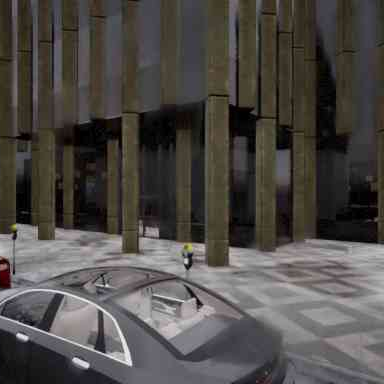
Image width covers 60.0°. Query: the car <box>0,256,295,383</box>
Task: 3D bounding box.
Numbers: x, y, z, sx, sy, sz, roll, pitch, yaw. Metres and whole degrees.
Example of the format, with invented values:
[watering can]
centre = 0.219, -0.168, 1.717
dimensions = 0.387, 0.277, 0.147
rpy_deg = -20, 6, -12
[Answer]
[car]
centre = -1.120, 1.551, 3.767
dimensions = 4.403, 1.369, 2.008
rpy_deg = 0, 0, 36
